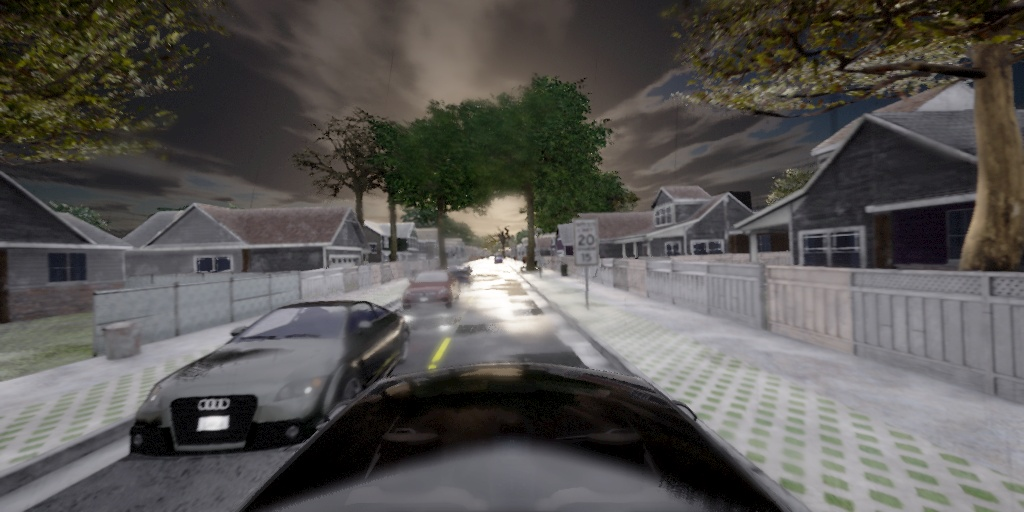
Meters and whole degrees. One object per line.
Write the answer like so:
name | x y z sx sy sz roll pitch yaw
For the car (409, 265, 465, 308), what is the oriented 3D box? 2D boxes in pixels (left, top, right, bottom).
car | -3.306 1.319 15.432 1.812 1.442 4.674 -2 0 -2

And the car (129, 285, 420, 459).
car | -2.914 1.394 5.388 1.994 1.385 4.181 -2 0 -2

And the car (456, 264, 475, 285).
car | -3.706 1.304 25.872 2.033 1.411 5.357 -2 0 -2
